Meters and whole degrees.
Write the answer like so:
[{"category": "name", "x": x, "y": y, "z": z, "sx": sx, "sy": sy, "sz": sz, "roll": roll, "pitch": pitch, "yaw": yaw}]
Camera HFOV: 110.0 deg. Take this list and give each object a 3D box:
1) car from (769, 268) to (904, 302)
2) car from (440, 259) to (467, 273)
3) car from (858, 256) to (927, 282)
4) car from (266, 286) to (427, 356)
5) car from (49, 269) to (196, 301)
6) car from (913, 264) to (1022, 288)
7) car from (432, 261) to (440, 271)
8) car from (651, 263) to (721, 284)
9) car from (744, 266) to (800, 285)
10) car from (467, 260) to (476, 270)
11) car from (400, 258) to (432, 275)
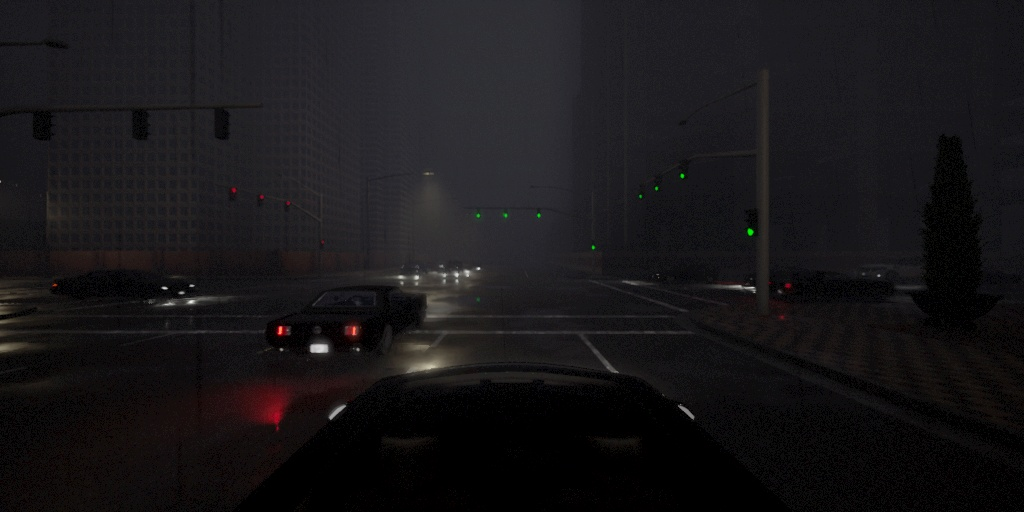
[{"category": "car", "x": 14.670, "y": 1.373, "z": 16.636, "sx": 4.718, "sy": 1.301, "sz": 1.895, "roll": 0, "pitch": 0, "yaw": 0}, {"category": "car", "x": -7.169, "y": 1.306, "z": 44.491, "sx": 1.837, "sy": 1.490, "sz": 4.892, "roll": 0, "pitch": 0, "yaw": 1}, {"category": "car", "x": 29.382, "y": 1.002, "z": 27.123, "sx": 5.566, "sy": 2.045, "sz": 2.150, "roll": 0, "pitch": 0, "yaw": 0}, {"category": "car", "x": -3.428, "y": 1.359, "z": 8.606, "sx": 1.895, "sy": 1.301, "sz": 4.718, "roll": 0, "pitch": 0, "yaw": 0}, {"category": "car", "x": -18.204, "y": 1.333, "z": 16.884, "sx": 5.357, "sy": 1.411, "sz": 2.033, "roll": 0, "pitch": 0, "yaw": 0}, {"category": "car", "x": 30.005, "y": 1.377, "z": 23.617, "sx": 4.718, "sy": 1.301, "sz": 1.895, "roll": 0, "pitch": 0, "yaw": 0}, {"category": "car", "x": -10.595, "y": 1.354, "z": 49.164, "sx": 2.033, "sy": 1.411, "sz": 5.357, "roll": 0, "pitch": 0, "yaw": 1}, {"category": "car", "x": 13.170, "y": 1.285, "z": 27.275, "sx": 4.892, "sy": 1.490, "sz": 1.837, "roll": 0, "pitch": 0, "yaw": 1}, {"category": "car", "x": 17.820, "y": 1.340, "z": 23.712, "sx": 4.181, "sy": 1.385, "sz": 1.994, "roll": 0, "pitch": 0, "yaw": 0}, {"category": "car", "x": -7.011, "y": 1.413, "z": 53.748, "sx": 1.895, "sy": 1.301, "sz": 4.718, "roll": 0, "pitch": 0, "yaw": 1}, {"category": "car", "x": -10.736, "y": 1.147, "z": 39.652, "sx": 2.097, "sy": 1.767, "sz": 4.553, "roll": 0, "pitch": 0, "yaw": 1}]
